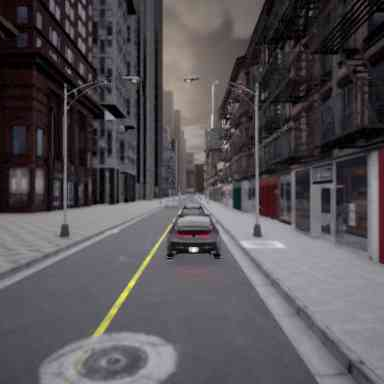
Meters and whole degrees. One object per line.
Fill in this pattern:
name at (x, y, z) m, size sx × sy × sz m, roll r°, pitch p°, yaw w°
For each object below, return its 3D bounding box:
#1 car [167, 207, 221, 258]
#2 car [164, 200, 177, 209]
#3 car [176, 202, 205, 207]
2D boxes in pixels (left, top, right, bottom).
car at (0.072, 1.558, 12.877) m, size 1.837 × 1.490 × 4.892 m, roll 0°, pitch 0°, yaw 0°
car at (-3.079, 1.818, 49.722) m, size 1.895 × 1.301 × 4.718 m, roll 0°, pitch 0°, yaw 0°
car at (0.073, 1.604, 27.867) m, size 2.128 × 1.511 × 4.902 m, roll 0°, pitch 0°, yaw 0°
